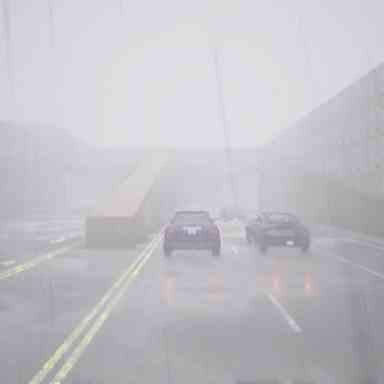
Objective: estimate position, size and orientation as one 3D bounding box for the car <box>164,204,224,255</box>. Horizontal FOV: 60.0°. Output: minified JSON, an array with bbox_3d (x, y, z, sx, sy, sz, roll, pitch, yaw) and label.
[{"bbox_3d":[0.000,1.481,14.085,2.097,1.767,4.553,0,-1,0],"label":"car"}]

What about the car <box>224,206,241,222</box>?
[{"bbox_3d":[3.497,1.871,29.104,1.895,1.301,4.718,0,0,0],"label":"car"}]

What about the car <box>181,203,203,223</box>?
[{"bbox_3d":[0.000,1.799,29.373,1.812,1.442,4.674,0,0,0],"label":"car"}]

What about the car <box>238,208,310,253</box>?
[{"bbox_3d":[3.502,1.626,14.292,2.128,1.511,4.902,0,0,0],"label":"car"}]
